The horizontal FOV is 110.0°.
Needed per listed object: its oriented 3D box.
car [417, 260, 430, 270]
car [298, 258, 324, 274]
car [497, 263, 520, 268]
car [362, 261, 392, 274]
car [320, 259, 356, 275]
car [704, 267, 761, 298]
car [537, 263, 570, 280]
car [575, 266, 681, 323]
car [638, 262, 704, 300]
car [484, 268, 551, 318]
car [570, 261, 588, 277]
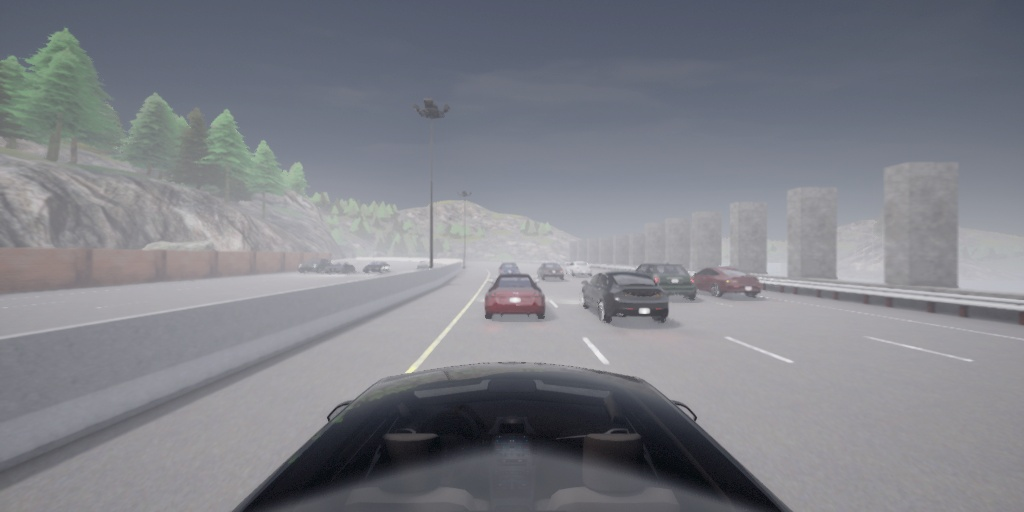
[{"bbox_3d":[-12.752,1.295,52.429,1.895,1.301,4.718,0,0,-8],"label":"car"},{"bbox_3d":[-22.017,1.046,40.258,2.097,1.767,4.553,0,0,-4],"label":"car"},{"bbox_3d":[-0.281,1.273,30.530,2.033,1.411,5.357,0,0,-2],"label":"car"},{"bbox_3d":[-14.960,1.249,40.069,2.033,1.411,5.357,0,0,-4],"label":"car"},{"bbox_3d":[-18.403,1.264,38.518,1.994,1.385,4.181,0,0,-4],"label":"car"},{"bbox_3d":[10.504,1.272,18.285,1.812,1.442,4.674,0,0,-1],"label":"car"},{"bbox_3d":[3.221,1.276,30.647,2.033,1.411,5.357,0,0,-2],"label":"car"},{"bbox_3d":[3.588,1.249,12.167,1.837,1.490,4.892,0,0,0],"label":"car"},{"bbox_3d":[7.023,1.096,17.635,2.097,1.767,4.553,0,0,-1],"label":"car"},{"bbox_3d":[0.079,1.305,12.907,1.994,1.385,4.181,0,0,0],"label":"car"},{"bbox_3d":[6.516,1.254,35.370,1.812,1.442,4.674,0,0,-3],"label":"car"}]
